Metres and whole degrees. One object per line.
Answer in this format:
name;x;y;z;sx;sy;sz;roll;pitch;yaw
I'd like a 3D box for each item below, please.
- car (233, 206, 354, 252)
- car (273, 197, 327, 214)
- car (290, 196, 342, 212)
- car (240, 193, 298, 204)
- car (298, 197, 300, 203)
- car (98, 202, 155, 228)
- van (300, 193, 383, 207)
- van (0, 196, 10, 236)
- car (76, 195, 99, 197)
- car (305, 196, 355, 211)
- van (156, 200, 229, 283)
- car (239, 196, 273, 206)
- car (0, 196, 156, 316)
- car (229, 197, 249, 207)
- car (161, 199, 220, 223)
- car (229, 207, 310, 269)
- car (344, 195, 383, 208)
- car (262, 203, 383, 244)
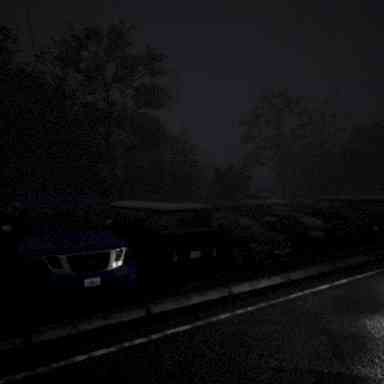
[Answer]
car;3.459;1.502;13.036;2.002;1.452;4.674;0;0;-36
car;11.120;1.298;34.612;2.097;1.535;5.008;-1;0;-36
car;13.377;1.271;36.228;2.231;1.521;4.892;-1;0;-36
car;6.623;1.102;31.352;2.435;2.045;5.566;-1;0;-36
car;8.863;1.325;32.996;2.097;1.535;5.008;-1;0;-36
car;-4.699;1.495;23.320;2.163;1.488;4.792;0;0;-36
van;7.951;1.197;16.397;1.878;1.987;4.442;-1;0;-36
van;-11.523;1.269;18.545;1.878;1.987;4.442;0;0;-36
car;-6.923;1.227;21.658;2.435;2.045;5.566;0;0;-36
car;15.620;1.272;37.862;2.163;1.488;4.792;-1;0;-36
van;-1.174;1.261;9.867;1.878;1.987;4.442;0;0;-36
car;4.356;1.382;29.757;2.231;1.521;4.892;-1;0;-36
car;-3.367;1.242;8.119;2.435;2.045;5.566;0;0;-36
car;2.097;1.406;28.141;2.097;1.535;5.008;-1;0;-36
car;-0.272;1.426;26.680;1.946;1.575;5.366;-1;0;-36
car;1.174;1.476;11.411;2.231;1.521;4.892;0;0;-36
car;22.426;1.189;42.660;2.163;1.488;4.792;-1;0;-36
car;5.724;1.475;14.696;2.163;1.488;4.792;-1;0;-36
